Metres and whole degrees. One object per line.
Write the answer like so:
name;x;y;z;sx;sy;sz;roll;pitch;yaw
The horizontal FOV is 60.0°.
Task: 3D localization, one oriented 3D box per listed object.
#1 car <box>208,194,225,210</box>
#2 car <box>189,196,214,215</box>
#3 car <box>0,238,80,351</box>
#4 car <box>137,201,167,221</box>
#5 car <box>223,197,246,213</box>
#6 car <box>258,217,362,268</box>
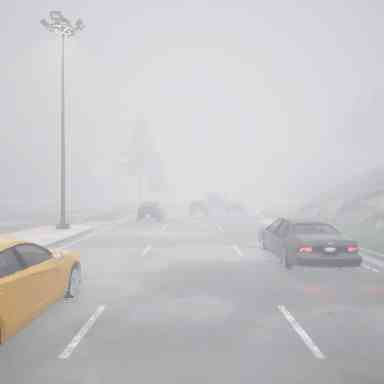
car;3.342;1.221;44.234;2.150;2.045;5.566;0;0;16
car;0.874;1.505;34.033;1.837;1.490;4.892;0;0;8
car;-3.399;1.477;5.427;1.882;1.535;5.008;0;0;0
car;-3.248;1.505;27.255;1.837;1.490;4.892;0;0;2
car;4.844;1.526;36.417;1.812;1.442;4.674;0;0;13
car;3.600;1.547;11.187;2.033;1.411;5.357;0;0;0
